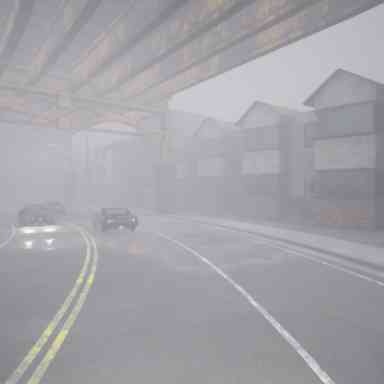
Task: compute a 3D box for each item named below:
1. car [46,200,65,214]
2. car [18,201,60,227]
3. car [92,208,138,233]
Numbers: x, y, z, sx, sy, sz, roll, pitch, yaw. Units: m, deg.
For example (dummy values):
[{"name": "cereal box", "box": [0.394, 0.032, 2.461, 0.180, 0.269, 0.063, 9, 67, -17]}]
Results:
[{"name": "car", "box": [-14.580, 1.540, 34.301, 1.994, 1.385, 4.181, -1, 0, -37]}, {"name": "car", "box": [-10.727, 1.548, 22.834, 1.994, 1.385, 4.181, 0, 0, -33]}, {"name": "car", "box": [-4.678, 1.558, 19.551, 1.895, 1.301, 4.718, 0, 0, -25]}]
